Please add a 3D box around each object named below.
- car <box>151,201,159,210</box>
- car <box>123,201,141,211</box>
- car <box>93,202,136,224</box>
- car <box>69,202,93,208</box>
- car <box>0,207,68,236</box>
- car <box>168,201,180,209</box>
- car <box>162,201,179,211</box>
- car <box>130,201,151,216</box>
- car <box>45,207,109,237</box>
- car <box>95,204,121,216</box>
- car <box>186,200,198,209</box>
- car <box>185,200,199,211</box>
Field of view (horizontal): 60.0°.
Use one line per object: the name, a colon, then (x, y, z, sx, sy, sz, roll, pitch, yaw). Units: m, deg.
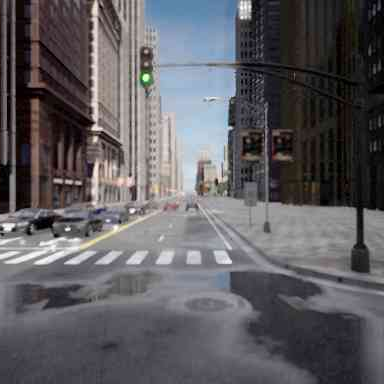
car: (-6.481, 2.180, 54.566, 1.837, 1.490, 4.892, 0, -1, 0)
car: (-9.730, 2.247, 54.567, 2.033, 1.411, 5.357, 0, -1, 0)
car: (-6.582, 1.895, 28.847, 2.033, 1.411, 5.357, 0, -1, 0)
car: (-9.836, 1.715, 29.246, 2.097, 1.767, 4.553, 0, -1, 0)
car: (-9.785, 1.757, 20.370, 2.128, 1.511, 4.902, 0, -1, 3)
car: (-3.229, 2.261, 59.594, 1.895, 1.301, 4.718, 0, -1, 0)
car: (-3.234, 2.082, 49.530, 1.812, 1.442, 4.674, 0, -1, 0)
car: (-6.575, 1.950, 39.241, 2.128, 1.511, 4.902, 0, -1, 0)
car: (-6.579, 1.810, 19.606, 1.994, 1.385, 4.181, 0, -1, 1)
car: (-9.833, 2.071, 39.268, 1.895, 1.301, 4.718, 0, -1, 1)
car: (0.021, 2.140, 59.565, 2.128, 1.511, 4.902, 0, -1, 0)
car: (0.016, 2.046, 49.147, 1.837, 1.490, 4.892, 0, -1, 0)
